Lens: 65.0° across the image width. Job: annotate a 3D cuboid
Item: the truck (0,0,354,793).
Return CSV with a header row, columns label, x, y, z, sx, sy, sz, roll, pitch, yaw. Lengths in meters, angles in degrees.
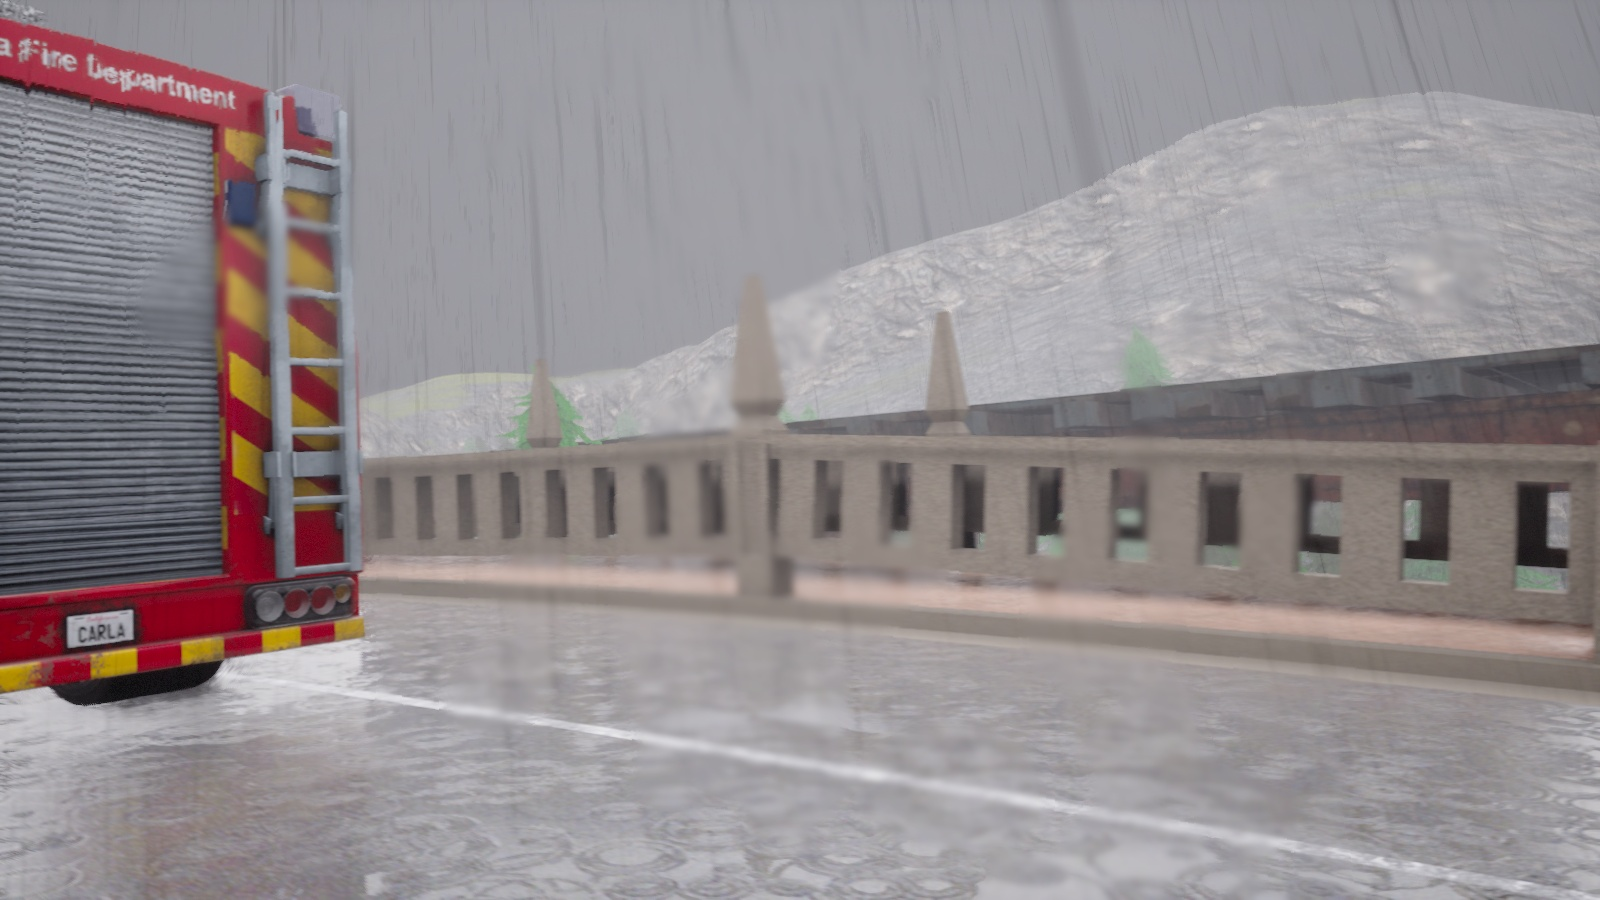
label,x,y,z,sx,sy,sz,roll,pitch,yaw
truck,-6.910,-0.226,8.198,8.468,3.827,2.891,-3,-1,34
